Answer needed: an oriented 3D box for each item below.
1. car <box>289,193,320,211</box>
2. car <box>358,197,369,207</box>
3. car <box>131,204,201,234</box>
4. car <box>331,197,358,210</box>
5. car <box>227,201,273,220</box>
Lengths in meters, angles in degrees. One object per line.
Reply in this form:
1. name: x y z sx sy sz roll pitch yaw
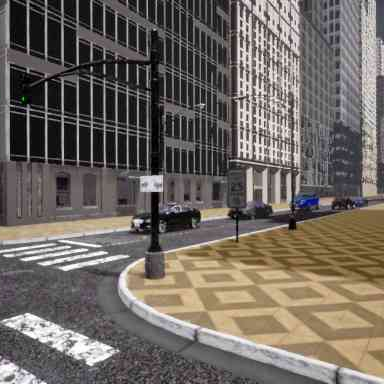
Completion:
1. car: 13.091 1.103 38.556 2.150 2.045 5.566 0 0 36
2. car: 24.597 1.369 48.773 2.033 1.411 5.357 0 0 37
3. car: -1.386 1.447 19.244 2.128 1.511 4.902 0 0 37
4. car: 18.385 1.359 40.405 1.837 1.490 4.892 0 0 37
5. car: 4.978 1.470 27.742 2.033 1.411 5.357 0 0 37
